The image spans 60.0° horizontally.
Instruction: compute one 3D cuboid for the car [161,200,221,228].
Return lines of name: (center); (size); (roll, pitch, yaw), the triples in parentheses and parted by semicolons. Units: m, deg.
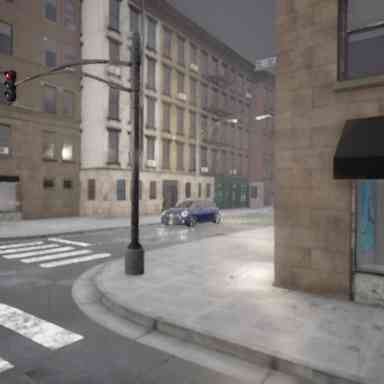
car: (0.009, 1.311, 22.016); (2.097, 1.767, 4.553); (1, 0, 35)
